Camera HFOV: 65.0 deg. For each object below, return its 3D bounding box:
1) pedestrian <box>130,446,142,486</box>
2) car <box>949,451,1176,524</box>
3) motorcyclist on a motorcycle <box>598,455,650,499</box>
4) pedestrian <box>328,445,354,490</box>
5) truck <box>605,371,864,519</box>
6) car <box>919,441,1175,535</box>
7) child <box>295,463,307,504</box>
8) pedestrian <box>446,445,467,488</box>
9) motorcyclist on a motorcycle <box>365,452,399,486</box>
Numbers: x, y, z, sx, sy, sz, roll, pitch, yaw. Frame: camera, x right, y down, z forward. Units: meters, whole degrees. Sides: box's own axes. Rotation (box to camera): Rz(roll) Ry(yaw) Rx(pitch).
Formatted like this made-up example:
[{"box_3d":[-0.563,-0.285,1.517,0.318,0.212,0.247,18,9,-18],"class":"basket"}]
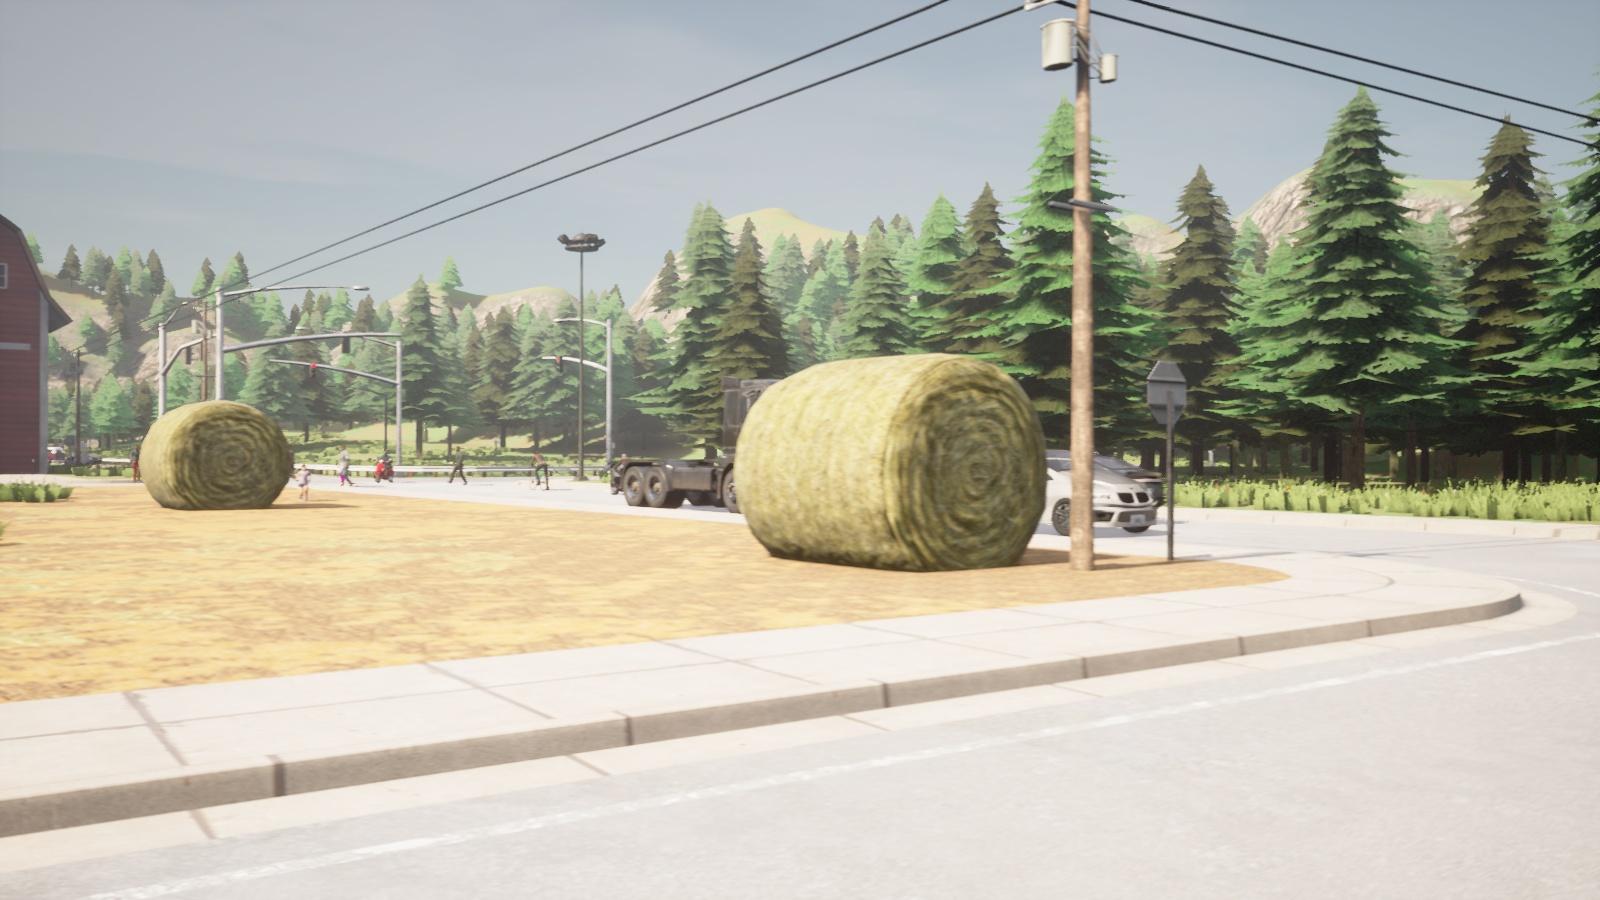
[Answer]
[{"box_3d":[-31.238,0.753,59.078,0.353,1.847,0.614,0,0,-43],"class":"pedestrian"},{"box_3d":[5.923,0.794,28.870,2.128,1.511,4.902,0,0,-37],"class":"car"},{"box_3d":[-6.275,0.938,44.708,0.866,1.530,2.191,0,0,-38],"class":"motorcyclist on a motorcycle"},{"box_3d":[-19.795,0.748,54.187,0.873,1.952,0.659,0,0,-38],"class":"pedestrian"},{"box_3d":[-1.985,-0.118,33.410,2.891,3.462,7.936,0,0,-38],"class":"truck"},{"box_3d":[4.732,0.675,24.699,2.242,1.667,4.611,0,0,-37],"class":"car"},{"box_3d":[-13.479,0.907,33.913,0.255,1.110,0.394,0,0,-27],"class":"child"},{"box_3d":[-15.632,0.748,57.169,0.788,1.949,0.423,0,0,-36],"class":"pedestrian"},{"box_3d":[-20.375,0.915,61.289,0.866,1.590,1.817,1,0,7],"class":"motorcyclist on a motorcycle"}]
